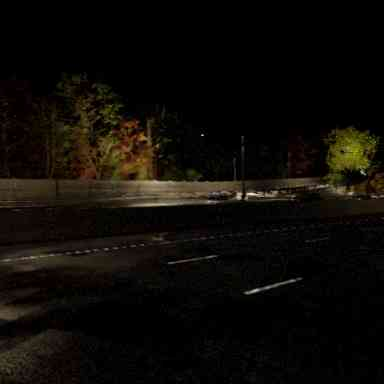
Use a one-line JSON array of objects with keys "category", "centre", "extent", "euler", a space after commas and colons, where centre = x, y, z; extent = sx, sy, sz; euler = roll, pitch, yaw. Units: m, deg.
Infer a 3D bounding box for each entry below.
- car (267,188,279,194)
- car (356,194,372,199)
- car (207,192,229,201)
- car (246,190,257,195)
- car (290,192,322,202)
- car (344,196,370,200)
[{"category": "car", "centre": [20.130, -0.198, 82.357], "extent": [1.837, 1.490, 4.892], "euler": [0, 3, 33]}, {"category": "car", "centre": [29.531, 1.204, 58.054], "extent": [4.553, 1.767, 2.097], "euler": [0, 0, -38]}, {"category": "car", "centre": [4.478, 0.740, 55.590], "extent": [2.033, 1.411, 5.357], "euler": [0, 1, 28]}, {"category": "car", "centre": [12.008, 0.412, 69.103], "extent": [2.128, 1.511, 4.902], "euler": [0, 2, 30]}, {"category": "car", "centre": [16.491, 1.065, 48.011], "extent": [5.566, 2.045, 2.150], "euler": [0, 0, -37]}, {"category": "car", "centre": [19.919, 1.480, 41.828], "extent": [4.718, 1.301, 1.895], "euler": [0, 0, -37]}]
